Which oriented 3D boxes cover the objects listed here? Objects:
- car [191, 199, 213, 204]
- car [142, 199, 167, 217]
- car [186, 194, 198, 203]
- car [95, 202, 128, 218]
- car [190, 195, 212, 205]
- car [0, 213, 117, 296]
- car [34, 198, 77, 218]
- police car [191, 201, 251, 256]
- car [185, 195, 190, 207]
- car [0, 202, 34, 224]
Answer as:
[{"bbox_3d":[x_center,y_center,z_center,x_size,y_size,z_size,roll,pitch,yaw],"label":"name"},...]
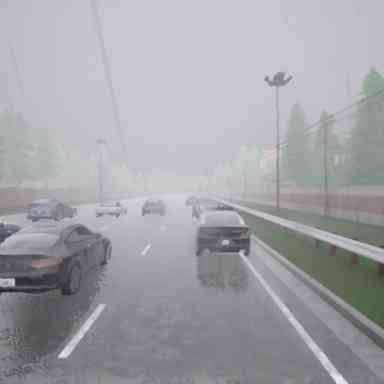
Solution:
[{"bbox_3d":[1.056,1.441,22.985,1.812,1.442,4.674,0,0,0],"label":"car"},{"bbox_3d":[-3.393,1.379,30.458,2.128,1.511,4.902,0,0,0],"label":"car"},{"bbox_3d":[0.017,1.256,63.659,2.128,1.511,4.902,0,0,0],"label":"car"},{"bbox_3d":[-6.893,1.493,28.977,1.895,1.301,4.718,0,0,0],"label":"car"},{"bbox_3d":[1.056,1.244,28.954,2.097,1.767,4.553,0,0,0],"label":"car"},{"bbox_3d":[-3.411,1.494,8.435,1.812,1.442,4.674,0,0,0],"label":"car"},{"bbox_3d":[-10.394,1.455,25.086,2.033,1.411,5.357,0,0,0],"label":"car"},{"bbox_3d":[1.053,1.376,13.094,1.930,1.638,5.238,0,0,0],"label":"police car"},{"bbox_3d":[0.014,1.312,48.763,2.128,1.511,4.902,0,0,0],"label":"car"},{"bbox_3d":[-6.897,1.315,9.846,2.097,1.767,4.553,0,0,0],"label":"car"}]
